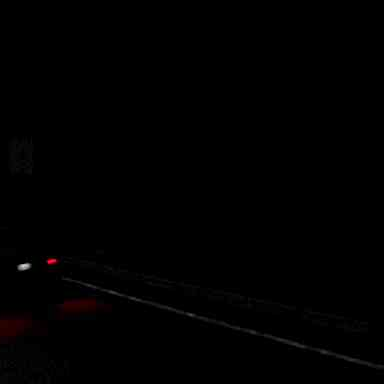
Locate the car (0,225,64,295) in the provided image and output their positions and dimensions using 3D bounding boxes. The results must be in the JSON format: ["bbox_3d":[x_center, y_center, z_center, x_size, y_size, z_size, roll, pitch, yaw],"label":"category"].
[{"bbox_3d":[-5.298,1.553,8.272,5.357,1.411,2.033,0,0,40],"label":"car"}]
